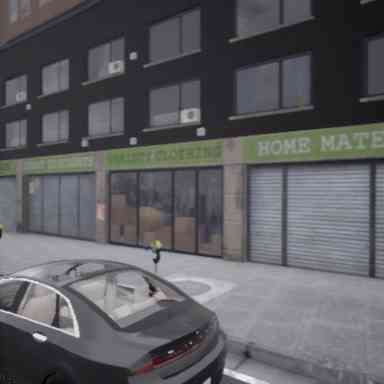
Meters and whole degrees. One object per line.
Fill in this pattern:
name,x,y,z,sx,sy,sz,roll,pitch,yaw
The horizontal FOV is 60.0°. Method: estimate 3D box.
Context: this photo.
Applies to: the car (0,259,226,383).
car,-1.684,1.568,4.292,4.403,1.369,2.008,0,0,36
